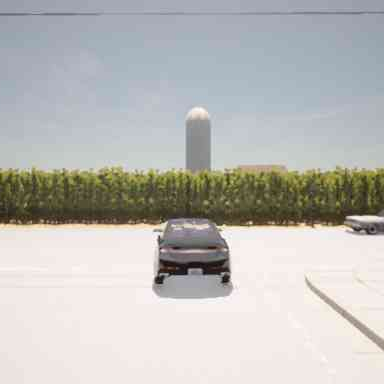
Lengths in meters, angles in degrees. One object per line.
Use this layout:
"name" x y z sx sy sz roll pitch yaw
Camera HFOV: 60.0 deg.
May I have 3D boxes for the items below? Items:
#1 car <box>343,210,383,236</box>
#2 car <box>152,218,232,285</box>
"car" 10.896 1.615 18.078 4.718 1.301 1.895 0 0 1
"car" -0.094 1.490 9.502 2.128 1.511 4.902 0 0 -4
